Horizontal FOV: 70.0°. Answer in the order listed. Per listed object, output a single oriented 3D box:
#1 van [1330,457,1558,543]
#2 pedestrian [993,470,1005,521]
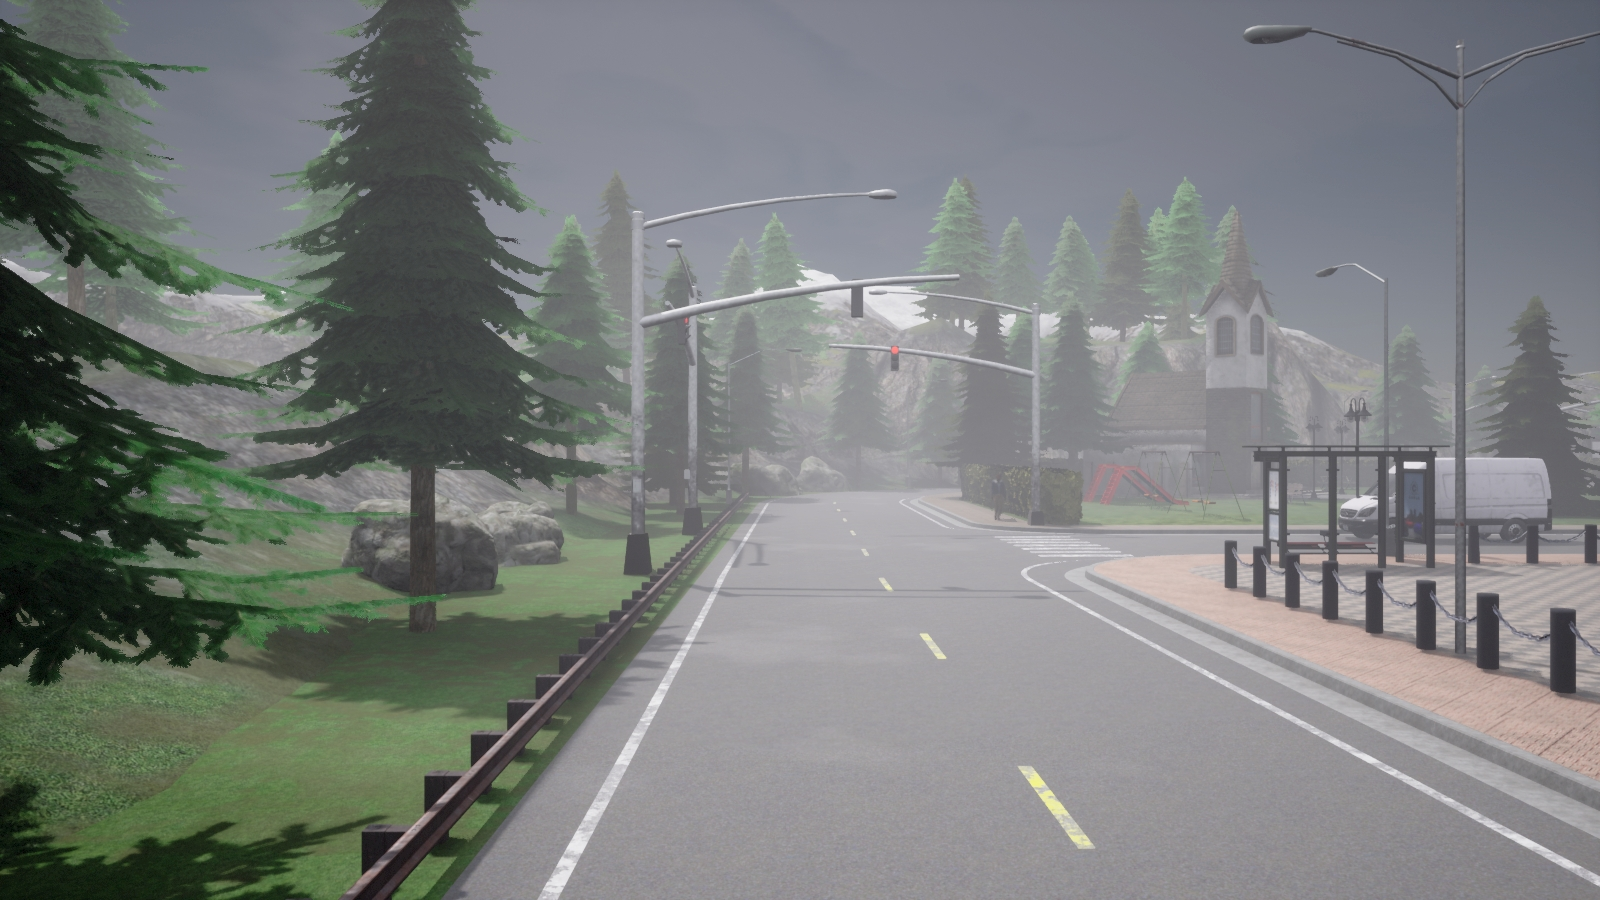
[{"bbox_3d":[19.746,1.515,35.223,5.915,2.561,1.988,0,0,0],"label":"van"},{"bbox_3d":[7.402,1.690,42.569,0.375,1.860,0.375,0,0,0],"label":"pedestrian"}]
